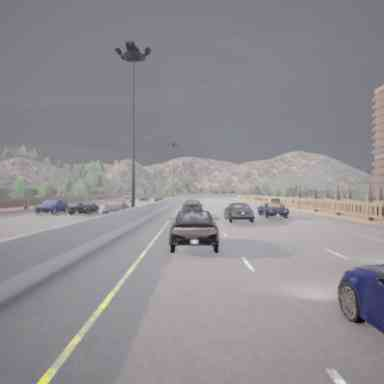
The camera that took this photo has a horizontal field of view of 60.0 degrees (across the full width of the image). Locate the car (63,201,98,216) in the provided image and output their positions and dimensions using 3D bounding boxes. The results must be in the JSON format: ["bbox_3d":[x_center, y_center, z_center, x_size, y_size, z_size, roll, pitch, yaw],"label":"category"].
[{"bbox_3d":[-10.633,1.599,32.899,1.895,1.301,4.718,0,0,0],"label":"car"}]

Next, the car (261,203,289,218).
[{"bbox_3d":[7.067,1.595,29.552,1.895,1.301,4.718,0,0,0],"label":"car"}]

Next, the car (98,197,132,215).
[{"bbox_3d":[-7.130,1.523,31.421,1.812,1.442,4.674,0,0,0],"label":"car"}]

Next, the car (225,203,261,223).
[{"bbox_3d":[3.571,1.543,25.771,2.033,1.411,5.357,0,0,0],"label":"car"}]

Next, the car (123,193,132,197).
[{"bbox_3d":[-14.086,1.216,74.352,2.150,2.045,5.566,0,0,0],"label":"car"}]

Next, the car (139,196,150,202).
[{"bbox_3d":[-10.586,1.530,74.386,2.033,1.411,5.357,0,0,0],"label":"car"}]

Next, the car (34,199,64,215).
[{"bbox_3d":[-14.131,1.477,33.765,1.882,1.535,5.008,0,0,0],"label":"car"}]

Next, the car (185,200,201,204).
[{"bbox_3d":[0.065,1.501,31.221,1.837,1.490,4.892,0,0,0],"label":"car"}]

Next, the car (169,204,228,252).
[{"bbox_3d":[0.085,1.490,13.846,2.128,1.511,4.902,0,0,0],"label":"car"}]

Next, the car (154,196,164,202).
[{"bbox_3d":[-7.083,1.581,72.274,1.895,1.301,4.718,0,0,0],"label":"car"}]

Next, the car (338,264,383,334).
[{"bbox_3d":[3.589,1.524,4.186,1.812,1.442,4.674,0,0,0],"label":"car"}]
